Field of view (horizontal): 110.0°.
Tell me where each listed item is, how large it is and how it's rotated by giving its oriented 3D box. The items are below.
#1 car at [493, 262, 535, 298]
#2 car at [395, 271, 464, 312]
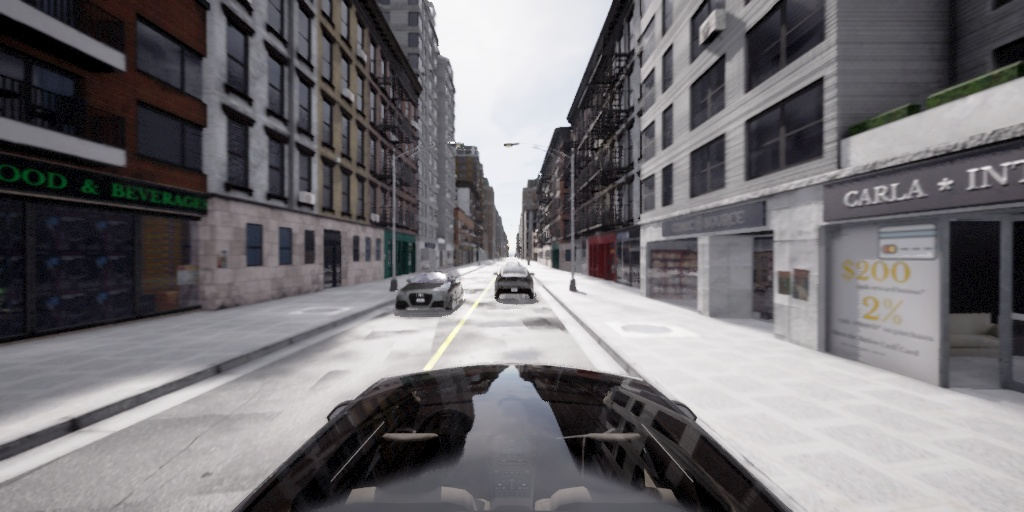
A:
[{"bbox_3d":[0.106,1.250,18.333,1.837,1.490,4.892,0,0,0],"label":"car"},{"bbox_3d":[-3.095,1.310,14.112,1.994,1.385,4.181,0,0,0],"label":"car"}]
